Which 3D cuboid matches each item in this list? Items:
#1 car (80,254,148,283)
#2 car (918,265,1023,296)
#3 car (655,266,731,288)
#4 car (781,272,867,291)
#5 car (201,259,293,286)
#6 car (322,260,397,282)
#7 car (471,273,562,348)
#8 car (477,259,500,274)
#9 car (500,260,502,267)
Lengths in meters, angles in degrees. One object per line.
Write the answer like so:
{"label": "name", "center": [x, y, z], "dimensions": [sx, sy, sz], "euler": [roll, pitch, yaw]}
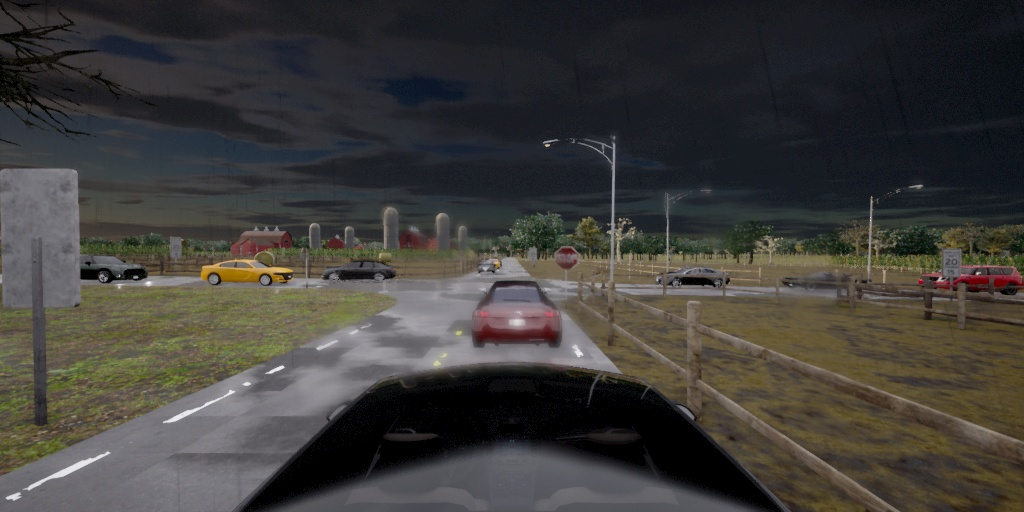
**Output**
{"label": "car", "center": [-25.575, 0.702, 22.229], "dimensions": [4.553, 1.767, 2.097], "euler": [1, 1, 0]}
{"label": "car", "center": [32.563, 1.665, 25.511], "dimensions": [5.566, 2.045, 2.150], "euler": [1, 1, 0]}
{"label": "car", "center": [12.752, 1.486, 25.405], "dimensions": [4.902, 1.511, 2.128], "euler": [1, 1, 0]}
{"label": "car", "center": [22.045, 1.796, 25.463], "dimensions": [4.718, 1.301, 1.895], "euler": [1, 1, 0]}
{"label": "car", "center": [-16.329, 0.979, 22.283], "dimensions": [5.008, 1.535, 1.882], "euler": [1, 1, 0]}
{"label": "car", "center": [-10.695, 1.051, 25.341], "dimensions": [4.892, 1.490, 1.837], "euler": [1, 4, -11]}
{"label": "car", "center": [0.098, 1.311, 9.250], "dimensions": [1.994, 1.385, 4.181], "euler": [0, 0, 0]}
{"label": "car", "center": [-2.821, 1.209, 40.487], "dimensions": [2.128, 1.511, 4.902], "euler": [0, 0, -1]}
{"label": "car", "center": [-2.835, 1.173, 53.549], "dimensions": [1.882, 1.535, 5.008], "euler": [0, 0, 0]}
